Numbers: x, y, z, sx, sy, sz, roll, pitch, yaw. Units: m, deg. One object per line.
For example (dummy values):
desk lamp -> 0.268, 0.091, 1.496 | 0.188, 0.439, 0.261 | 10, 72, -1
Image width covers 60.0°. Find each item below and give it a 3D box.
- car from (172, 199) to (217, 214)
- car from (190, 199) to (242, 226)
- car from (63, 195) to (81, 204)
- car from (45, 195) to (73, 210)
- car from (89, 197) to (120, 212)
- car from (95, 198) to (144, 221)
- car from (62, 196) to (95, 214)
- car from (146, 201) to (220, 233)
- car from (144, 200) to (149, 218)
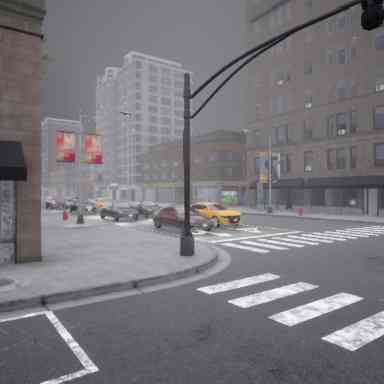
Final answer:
car -> 0.171, 1.495, 35.422 | 2.033, 1.411, 5.357 | 0, 0, -36
car -> 1.244, 1.451, 22.488 | 1.882, 1.535, 5.008 | 0, 0, -35
car -> -21.711, 1.407, 60.187 | 1.837, 1.490, 4.892 | 0, 0, -36
car -> -17.429, 1.288, 42.874 | 2.097, 1.767, 4.553 | 0, 0, -35
car -> -10.136, 1.422, 38.272 | 1.882, 1.535, 5.008 | 0, 0, -36
car -> -5.988, 1.491, 26.975 | 1.812, 1.442, 4.674 | 0, 0, -36
car -> -11.433, 1.443, 34.509 | 2.128, 1.511, 4.902 | 0, 0, -36
car -> -0.667, 1.505, 19.601 | 1.812, 1.442, 4.674 | 0, 0, -35
car -> -4.199, 1.485, 30.051 | 1.812, 1.442, 4.674 | 0, 0, -36
